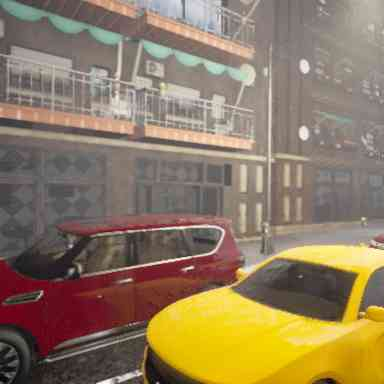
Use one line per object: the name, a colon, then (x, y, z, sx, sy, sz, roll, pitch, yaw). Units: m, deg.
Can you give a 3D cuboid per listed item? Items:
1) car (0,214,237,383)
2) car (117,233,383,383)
car: (-1.341, 1.327, 5.135, 5.009, 1.841, 2.192, 0, 0, -35)
car: (1.789, 1.502, 4.339, 5.008, 1.535, 1.882, 0, 0, -35)
